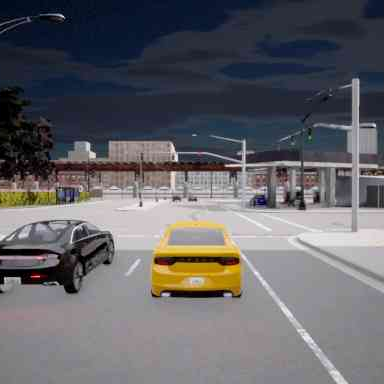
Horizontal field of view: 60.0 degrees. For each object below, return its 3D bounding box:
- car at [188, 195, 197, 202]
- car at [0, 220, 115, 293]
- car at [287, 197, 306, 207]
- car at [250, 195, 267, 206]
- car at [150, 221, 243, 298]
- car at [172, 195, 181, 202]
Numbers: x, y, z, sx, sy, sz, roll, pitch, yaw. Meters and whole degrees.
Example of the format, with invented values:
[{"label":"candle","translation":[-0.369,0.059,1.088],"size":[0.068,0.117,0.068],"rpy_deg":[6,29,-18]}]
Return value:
[{"label":"car","translation":[0.157,1.446,73.522],"size":[1.994,1.385,4.181],"rpy_deg":[0,0,0]},{"label":"car","translation":[-3.399,1.474,8.770],"size":[2.128,1.511,4.902],"rpy_deg":[0,0,0]},{"label":"car","translation":[15.562,1.425,49.576],"size":[1.970,1.475,3.806],"rpy_deg":[0,0,0]},{"label":"car","translation":[9.816,1.253,48.826],"size":[2.242,1.667,4.611],"rpy_deg":[0,0,0]},{"label":"car","translation":[0.100,1.468,8.553],"size":[1.882,1.535,5.008],"rpy_deg":[0,0,0]},{"label":"car","translation":[-3.342,1.386,73.529],"size":[1.837,1.490,4.892],"rpy_deg":[0,0,0]}]
